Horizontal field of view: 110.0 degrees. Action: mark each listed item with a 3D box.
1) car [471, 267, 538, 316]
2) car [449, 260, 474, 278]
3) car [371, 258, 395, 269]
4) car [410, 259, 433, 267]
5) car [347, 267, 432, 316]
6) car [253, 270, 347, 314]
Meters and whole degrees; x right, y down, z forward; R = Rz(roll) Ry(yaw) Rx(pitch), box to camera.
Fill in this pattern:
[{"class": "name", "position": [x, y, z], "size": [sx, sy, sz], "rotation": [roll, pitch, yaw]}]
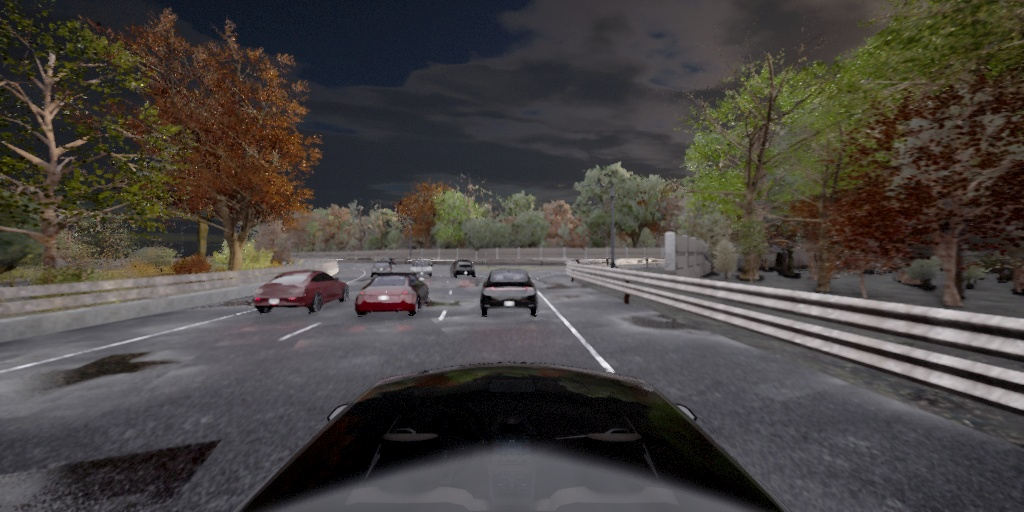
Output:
[{"class": "car", "position": [-0.128, 1.194, 13.110], "size": [2.128, 1.511, 4.902], "rotation": [0, 0, -1]}, {"class": "car", "position": [-4.518, 1.142, 32.267], "size": [1.837, 1.490, 4.892], "rotation": [0, 0, -16]}, {"class": "car", "position": [-12.190, 1.208, 33.646], "size": [2.033, 1.411, 5.357], "rotation": [0, 0, -19]}, {"class": "car", "position": [-8.765, 1.246, 34.267], "size": [1.895, 1.301, 4.718], "rotation": [0, 0, -18]}, {"class": "car", "position": [-4.269, 1.281, 13.275], "size": [1.994, 1.385, 4.181], "rotation": [0, 0, -7]}, {"class": "car", "position": [-7.801, 1.255, 13.641], "size": [1.812, 1.442, 4.674], "rotation": [0, 0, -7]}]
